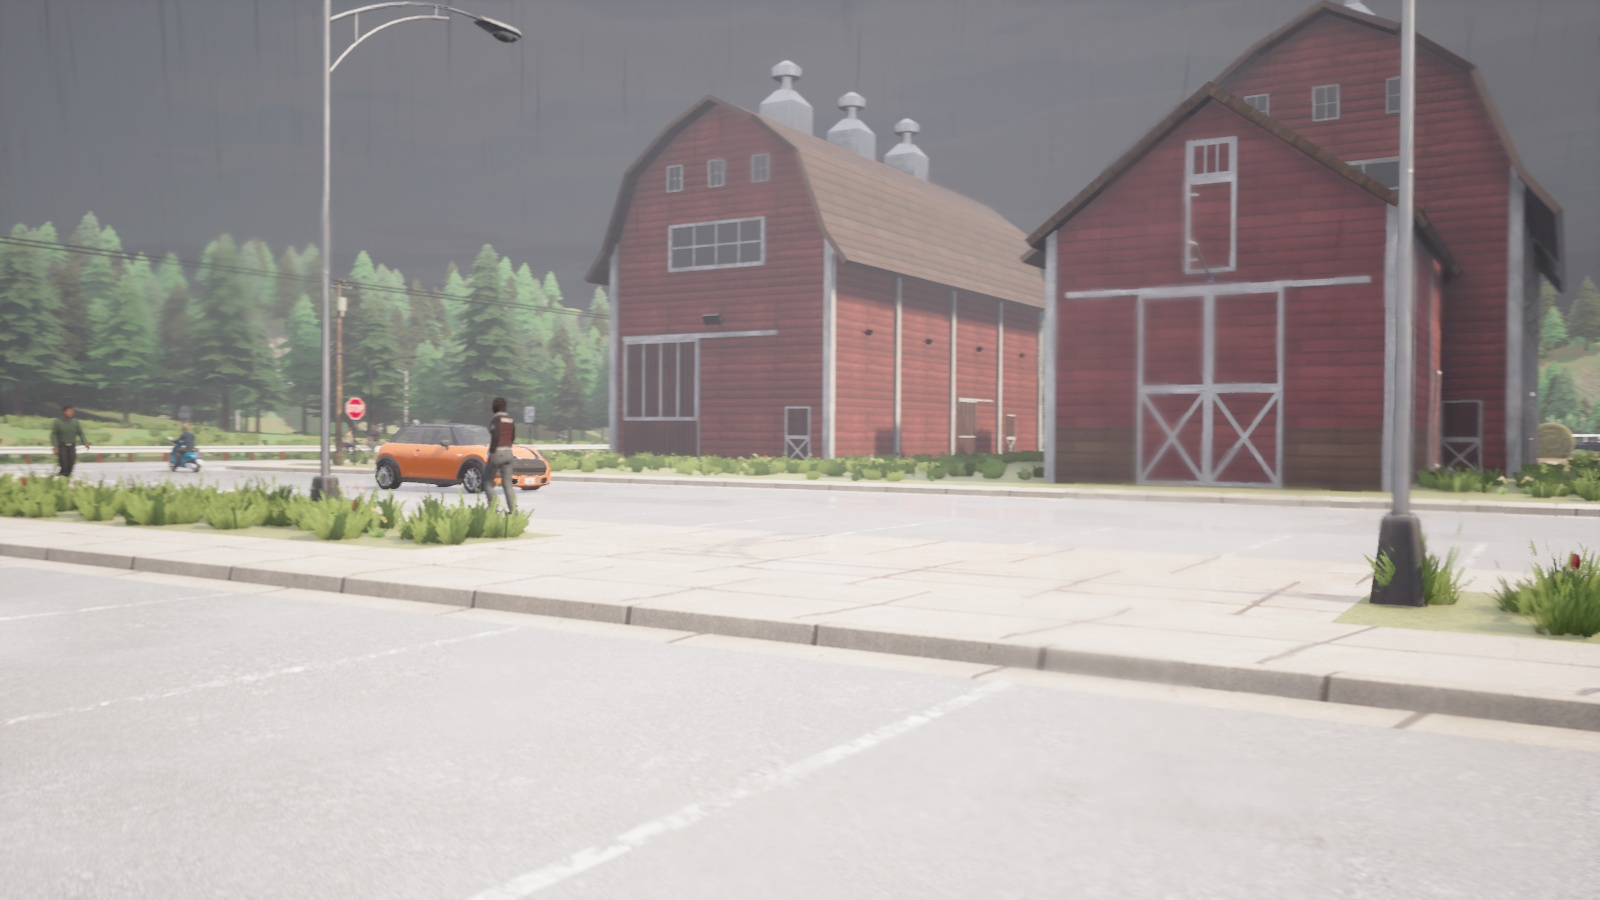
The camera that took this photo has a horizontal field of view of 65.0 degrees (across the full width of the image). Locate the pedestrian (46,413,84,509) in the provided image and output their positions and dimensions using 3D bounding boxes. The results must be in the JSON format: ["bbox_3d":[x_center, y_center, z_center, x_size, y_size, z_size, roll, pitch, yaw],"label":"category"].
[{"bbox_3d":[-15.135,0.219,25.847,0.788,1.949,0.423,0,1,42],"label":"pedestrian"}]

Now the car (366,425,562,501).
[{"bbox_3d":[-8.349,0.285,31.147,4.553,1.767,2.097,0,1,31],"label":"car"}]

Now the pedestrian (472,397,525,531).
[{"bbox_3d":[-4.448,0.200,18.526,0.666,1.930,0.402,0,1,38],"label":"pedestrian"}]

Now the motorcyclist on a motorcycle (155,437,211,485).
[{"bbox_3d":[-21.069,0.365,42.871,1.817,1.590,0.866,0,1,31],"label":"motorcyclist on a motorcycle"}]
